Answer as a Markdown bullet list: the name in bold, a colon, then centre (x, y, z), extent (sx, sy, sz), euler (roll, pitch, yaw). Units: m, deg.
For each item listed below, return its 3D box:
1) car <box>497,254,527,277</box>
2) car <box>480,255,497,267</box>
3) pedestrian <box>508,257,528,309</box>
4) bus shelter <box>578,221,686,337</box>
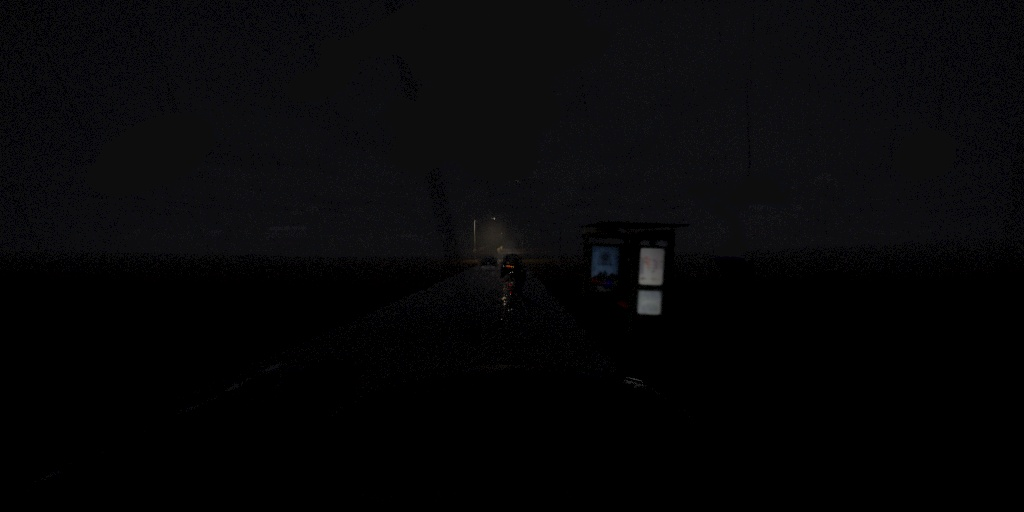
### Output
- **car**: centre (0.066, 0.842, 28.220), extent (1.837, 1.490, 4.892), euler (0, 1, 0)
- **car**: centre (-2.818, 0.597, 44.535), extent (1.994, 1.385, 4.181), euler (0, 1, 0)
- **pedestrian**: centre (0.196, 0.887, 12.416), extent (0.375, 1.860, 0.375), euler (-3, 3, -10)
- **bus shelter**: centre (3.126, 0.497, 10.496), extent (1.920, 2.740, 3.880), euler (0, 0, 0)
